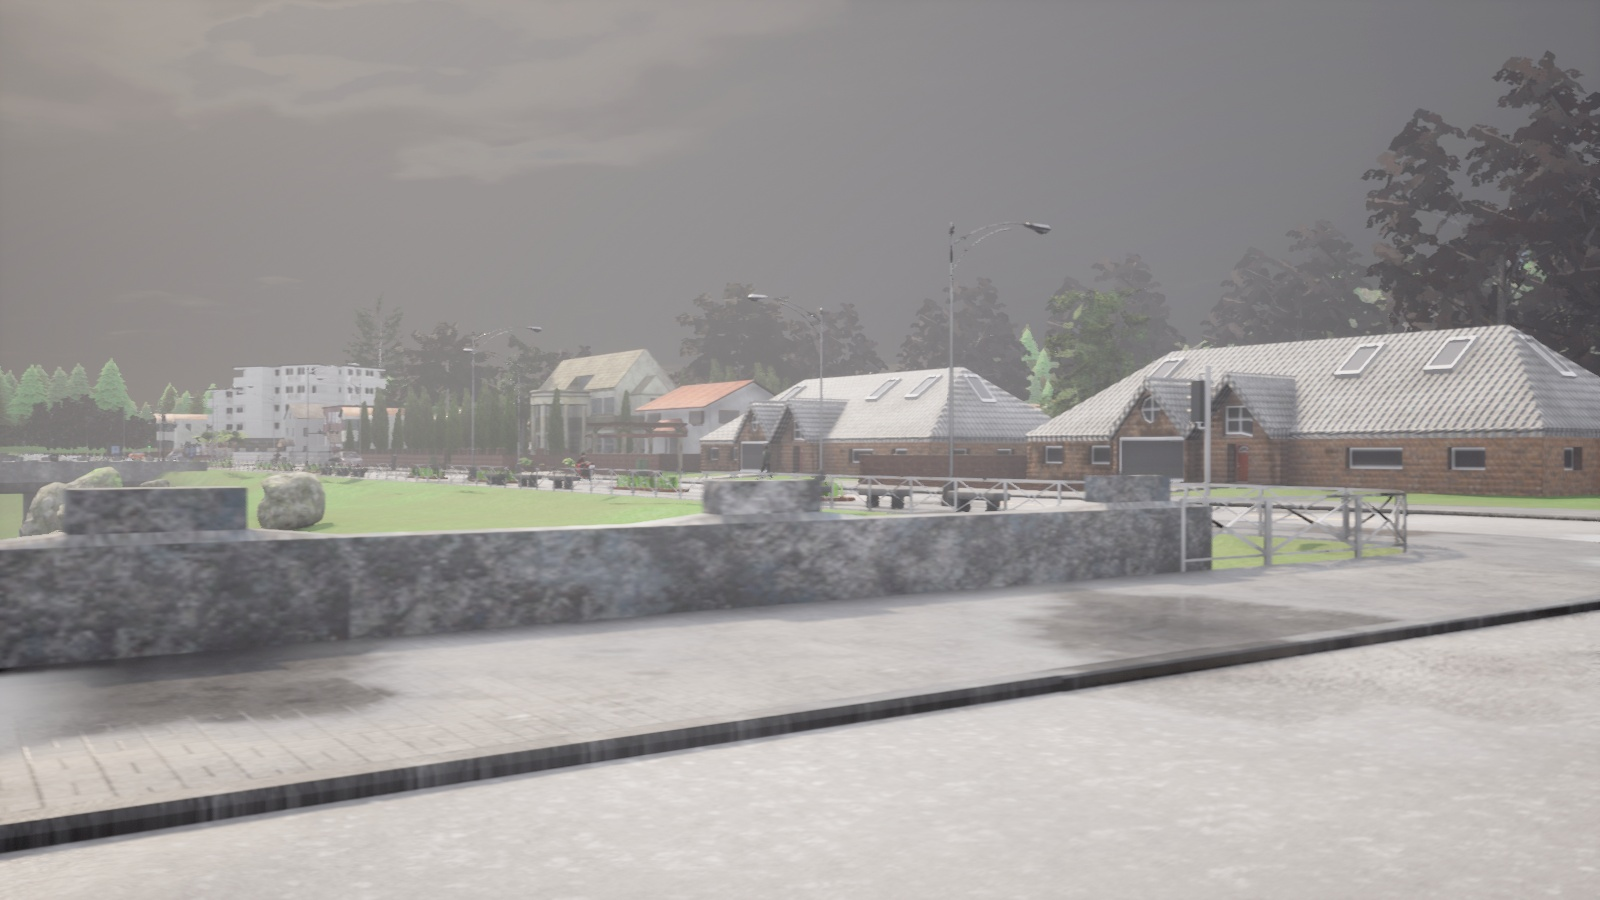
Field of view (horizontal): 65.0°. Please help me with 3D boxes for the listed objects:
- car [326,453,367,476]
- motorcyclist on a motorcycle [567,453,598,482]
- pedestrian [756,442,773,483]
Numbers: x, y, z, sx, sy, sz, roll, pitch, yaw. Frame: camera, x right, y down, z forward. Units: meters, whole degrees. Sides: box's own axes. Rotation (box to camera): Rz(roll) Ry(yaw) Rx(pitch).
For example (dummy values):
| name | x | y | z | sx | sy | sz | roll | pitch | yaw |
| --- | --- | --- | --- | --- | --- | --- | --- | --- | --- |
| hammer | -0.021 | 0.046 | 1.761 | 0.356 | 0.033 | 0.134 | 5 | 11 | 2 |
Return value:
| name | x | y | z | sx | sy | sz | roll | pitch | yaw |
| --- | --- | --- | --- | --- | --- | --- | --- | --- | --- |
| car | -31.889 | 1.007 | 88.317 | 1.789 | 1.549 | 3.705 | 0 | 0 | -35 |
| motorcyclist on a motorcycle | -11.429 | 0.913 | 65.927 | 0.797 | 1.523 | 2.044 | 0 | 0 | -35 |
| pedestrian | -1.723 | 0.607 | 60.824 | 0.423 | 1.949 | 0.788 | 0 | 0 | -40 |
